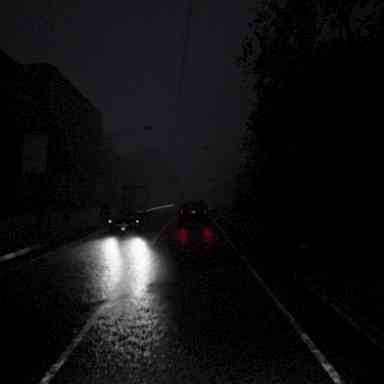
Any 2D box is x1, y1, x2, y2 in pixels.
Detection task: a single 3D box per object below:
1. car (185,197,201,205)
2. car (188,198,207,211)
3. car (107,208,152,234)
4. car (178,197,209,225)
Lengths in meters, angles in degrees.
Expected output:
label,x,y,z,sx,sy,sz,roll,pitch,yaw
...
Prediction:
label,x,y,z,sx,sy,sz,roll,pitch,yaw
car,0.250,1.639,62.057,1.812,1.442,4.674,-1,0,13
car,0.839,1.598,42.668,2.033,1.411,5.357,-1,0,5
car,-3.589,1.633,19.657,1.895,1.301,4.718,0,0,0
car,0.110,1.393,24.518,2.097,1.767,4.553,0,0,0
